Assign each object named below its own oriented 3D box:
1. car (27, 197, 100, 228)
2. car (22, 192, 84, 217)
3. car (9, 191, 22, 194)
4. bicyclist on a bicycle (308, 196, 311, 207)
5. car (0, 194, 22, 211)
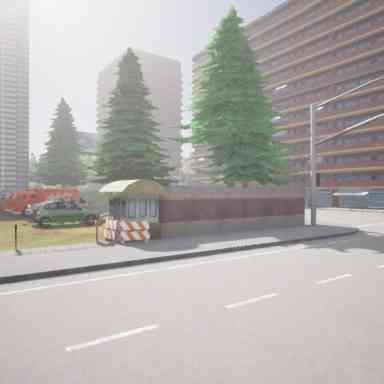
[{"bbox_3d":[-7.965,1.341,21.106,3.988,1.617,1.851,0,0,-35],"label":"car"},{"bbox_3d":[-9.978,1.172,25.162,4.605,1.855,1.932,0,0,-35],"label":"car"},{"bbox_3d":[-26.258,1.204,46.298,3.866,1.878,1.905,0,0,-35],"label":"car"},{"bbox_3d":[16.709,1.356,46.520,1.656,1.620,0.582,0,0,-35],"label":"bicyclist on a bicycle"},{"bbox_3d":[-24.986,1.394,43.773,4.193,1.474,1.816,0,0,-35],"label":"car"}]
